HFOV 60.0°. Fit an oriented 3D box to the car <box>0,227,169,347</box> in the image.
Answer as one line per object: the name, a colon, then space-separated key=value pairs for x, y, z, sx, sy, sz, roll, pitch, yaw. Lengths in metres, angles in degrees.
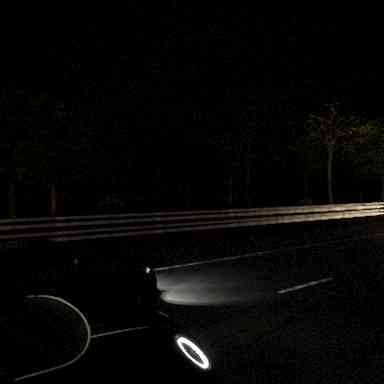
car: x=-2.739 y=1.562 z=6.092 sx=4.181 sy=1.385 sz=1.994 roll=0 pitch=0 yaw=-35

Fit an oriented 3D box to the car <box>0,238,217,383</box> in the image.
car: x=-1.972 y=1.355 z=2.339 sx=4.553 sy=1.767 sz=2.097 roll=0 pitch=0 yaw=-35
